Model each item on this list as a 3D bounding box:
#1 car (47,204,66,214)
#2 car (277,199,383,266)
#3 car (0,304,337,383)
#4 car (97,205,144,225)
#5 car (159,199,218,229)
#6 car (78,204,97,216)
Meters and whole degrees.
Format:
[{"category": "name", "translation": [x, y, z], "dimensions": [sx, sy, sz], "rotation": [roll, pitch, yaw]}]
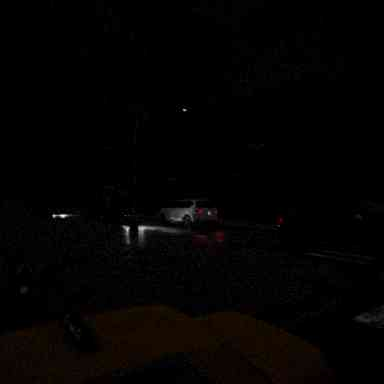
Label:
[{"category": "car", "translation": [-18.890, 2.396, 45.898], "dimensions": [1.994, 1.385, 4.181], "rotation": [2, -2, -35]}, {"category": "car", "translation": [5.575, 1.274, 11.569], "dimensions": [2.150, 2.045, 5.566], "rotation": [2, -2, -36]}, {"category": "car", "translation": [-0.992, 1.526, 2.082], "dimensions": [4.829, 1.417, 1.752], "rotation": [0, 1, -35]}, {"category": "car", "translation": [-5.633, 1.854, 27.222], "dimensions": [2.128, 1.511, 4.902], "rotation": [2, -2, -36]}, {"category": "car", "translation": [-0.374, 1.563, 24.950], "dimensions": [2.150, 2.045, 5.566], "rotation": [2, -2, -36]}, {"category": "car", "translation": [-13.031, 2.245, 42.623], "dimensions": [1.882, 1.535, 5.008], "rotation": [2, -2, -36]}]
